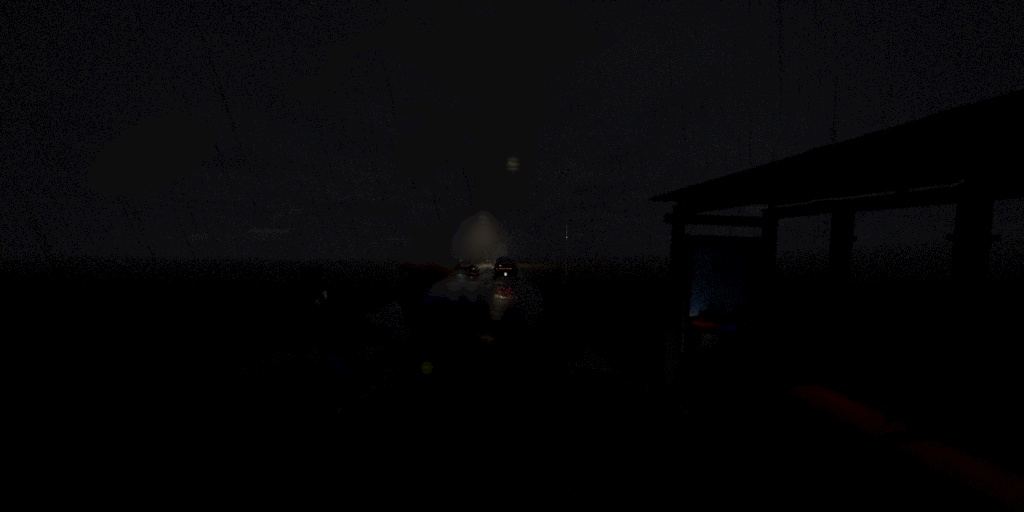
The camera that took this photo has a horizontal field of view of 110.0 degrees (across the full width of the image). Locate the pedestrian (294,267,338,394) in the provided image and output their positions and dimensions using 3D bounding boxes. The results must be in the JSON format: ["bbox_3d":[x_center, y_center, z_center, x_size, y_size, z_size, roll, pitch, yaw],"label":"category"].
[{"bbox_3d":[-2.833,1.030,5.130,0.375,1.860,0.375,-3,3,-11],"label":"pedestrian"}]

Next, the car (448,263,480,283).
[{"bbox_3d":[-3.393,1.169,26.016,1.994,1.385,4.181,0,0,-1],"label":"car"}]

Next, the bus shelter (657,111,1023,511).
[{"bbox_3d":[3.079,0.615,3.854,1.920,2.740,3.880,0,0,-1],"label":"bus shelter"}]

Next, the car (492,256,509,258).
[{"bbox_3d":[-0.908,0.794,44.329,2.097,1.767,4.553,0,1,3],"label":"car"}]

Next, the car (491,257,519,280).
[{"bbox_3d":[-0.532,1.083,29.433,1.837,1.490,4.892,0,1,-1],"label":"car"}]
